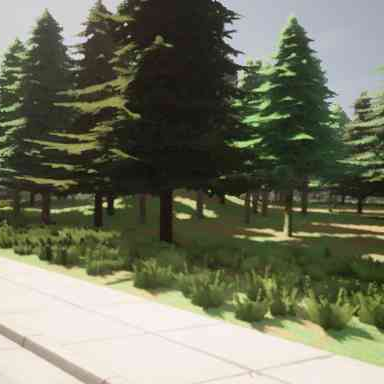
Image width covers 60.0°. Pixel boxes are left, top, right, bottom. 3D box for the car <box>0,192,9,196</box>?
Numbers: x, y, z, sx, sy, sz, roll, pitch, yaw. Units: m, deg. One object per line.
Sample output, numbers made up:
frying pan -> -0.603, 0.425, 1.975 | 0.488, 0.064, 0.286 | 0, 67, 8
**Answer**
car -> -27.329, 0.644, 46.707 | 1.895, 1.301, 4.718 | 1, 1, 30
